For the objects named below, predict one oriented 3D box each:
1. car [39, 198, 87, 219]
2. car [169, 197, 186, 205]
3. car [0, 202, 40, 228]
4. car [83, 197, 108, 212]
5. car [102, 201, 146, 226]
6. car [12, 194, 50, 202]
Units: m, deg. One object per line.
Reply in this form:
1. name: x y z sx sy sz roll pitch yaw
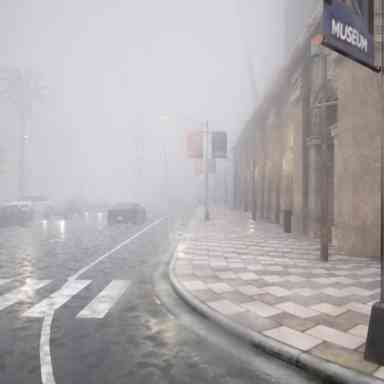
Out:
1. car: -11.331 1.526 29.536 1.812 1.442 4.674 0 0 2
2. car: -2.521 1.551 59.037 2.033 1.411 5.357 0 0 13
3. car: -11.661 1.547 20.113 2.033 1.411 5.357 0 0 2
4. car: -10.918 1.526 39.417 1.812 1.442 4.674 0 0 2
5. car: -4.451 1.504 23.291 1.882 1.535 5.008 0 0 2
6. car: -14.804 1.221 30.413 2.150 2.045 5.566 0 0 2
